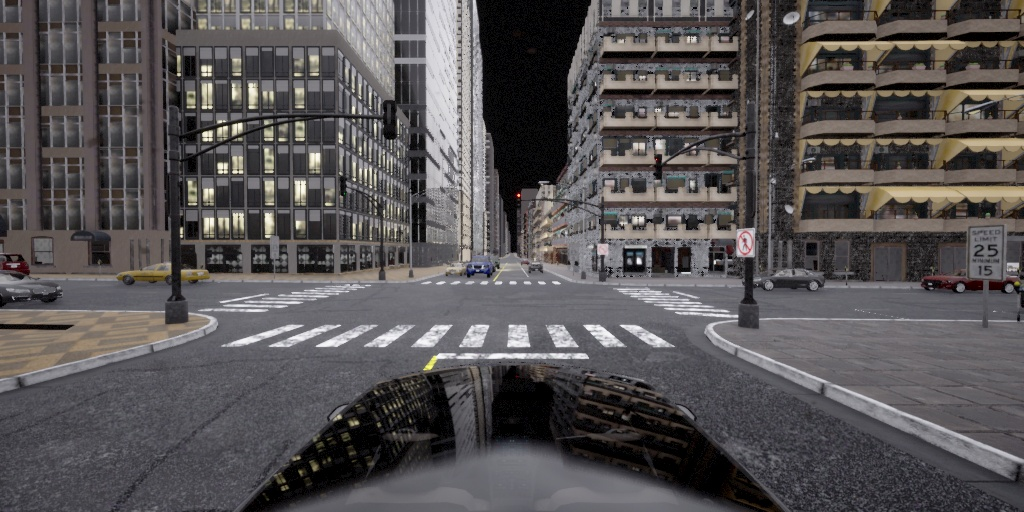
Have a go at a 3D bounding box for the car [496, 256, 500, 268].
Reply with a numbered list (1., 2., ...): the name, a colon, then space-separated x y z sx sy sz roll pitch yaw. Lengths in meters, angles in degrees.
1. car: -3.004 0.957 55.385 2.150 2.045 5.566 0 0 0

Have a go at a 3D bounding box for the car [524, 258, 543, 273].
1. car: 2.755 1.289 42.207 2.007 1.370 4.403 0 0 0

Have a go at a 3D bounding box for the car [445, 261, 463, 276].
1. car: -5.635 1.265 36.396 1.751 1.417 4.829 0 0 0

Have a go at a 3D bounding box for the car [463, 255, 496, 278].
1. car: -3.047 0.962 34.698 2.150 2.045 5.566 0 0 0

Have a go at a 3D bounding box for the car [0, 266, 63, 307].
1. car: -20.267 1.204 13.938 4.403 1.370 2.007 0 0 1

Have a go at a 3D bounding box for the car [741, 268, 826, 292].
1. car: 16.340 1.375 21.714 4.403 1.370 2.007 0 0 1

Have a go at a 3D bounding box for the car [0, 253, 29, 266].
1. car: -33.581 0.712 22.498 5.009 1.841 2.192 0 0 1

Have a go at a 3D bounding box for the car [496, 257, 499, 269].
1. car: -3.024 1.215 44.829 1.882 1.535 5.008 0 0 0

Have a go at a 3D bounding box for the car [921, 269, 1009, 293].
1. car: 27.406 1.462 21.540 4.507 1.381 1.888 0 0 1

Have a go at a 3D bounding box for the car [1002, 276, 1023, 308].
1. car: 21.734 1.576 13.249 4.313 1.339 1.948 0 0 1

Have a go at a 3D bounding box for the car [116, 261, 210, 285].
1. car: -21.634 1.029 22.274 4.829 1.417 1.751 0 0 1
